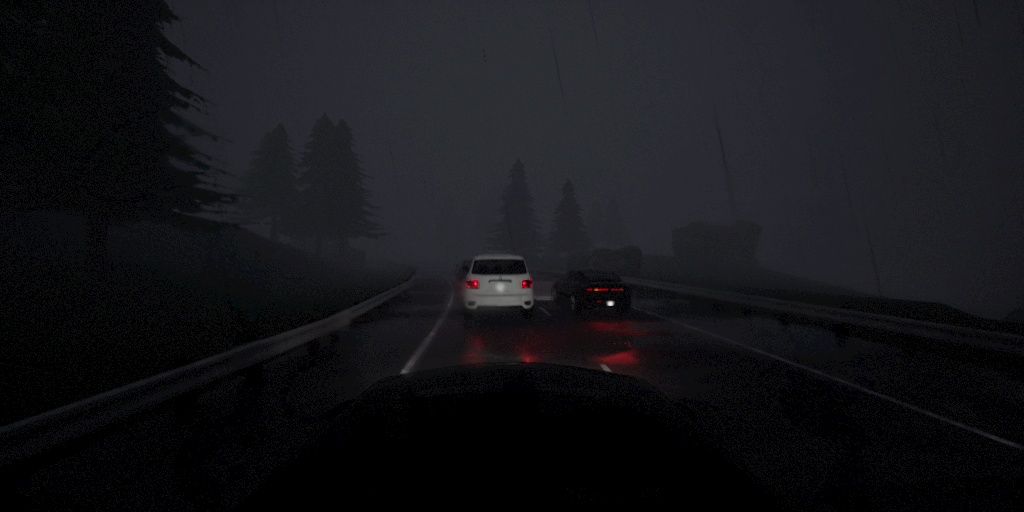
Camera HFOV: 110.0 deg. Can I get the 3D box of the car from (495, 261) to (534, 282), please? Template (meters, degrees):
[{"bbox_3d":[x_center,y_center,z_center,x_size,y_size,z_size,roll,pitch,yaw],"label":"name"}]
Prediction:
[{"bbox_3d":[0.061,1.181,29.646,2.128,1.511,4.902,0,0,-13],"label":"car"}]

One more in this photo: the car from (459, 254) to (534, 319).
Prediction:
[{"bbox_3d":[-0.593,0.950,12.834,2.150,2.045,5.566,0,0,-6],"label":"car"}]

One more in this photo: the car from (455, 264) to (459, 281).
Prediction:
[{"bbox_3d":[-3.452,1.055,29.240,2.097,1.767,4.553,0,0,-13],"label":"car"}]

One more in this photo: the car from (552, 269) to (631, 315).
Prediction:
[{"bbox_3d":[2.814,1.219,13.533,1.837,1.490,4.892,0,0,-6],"label":"car"}]
